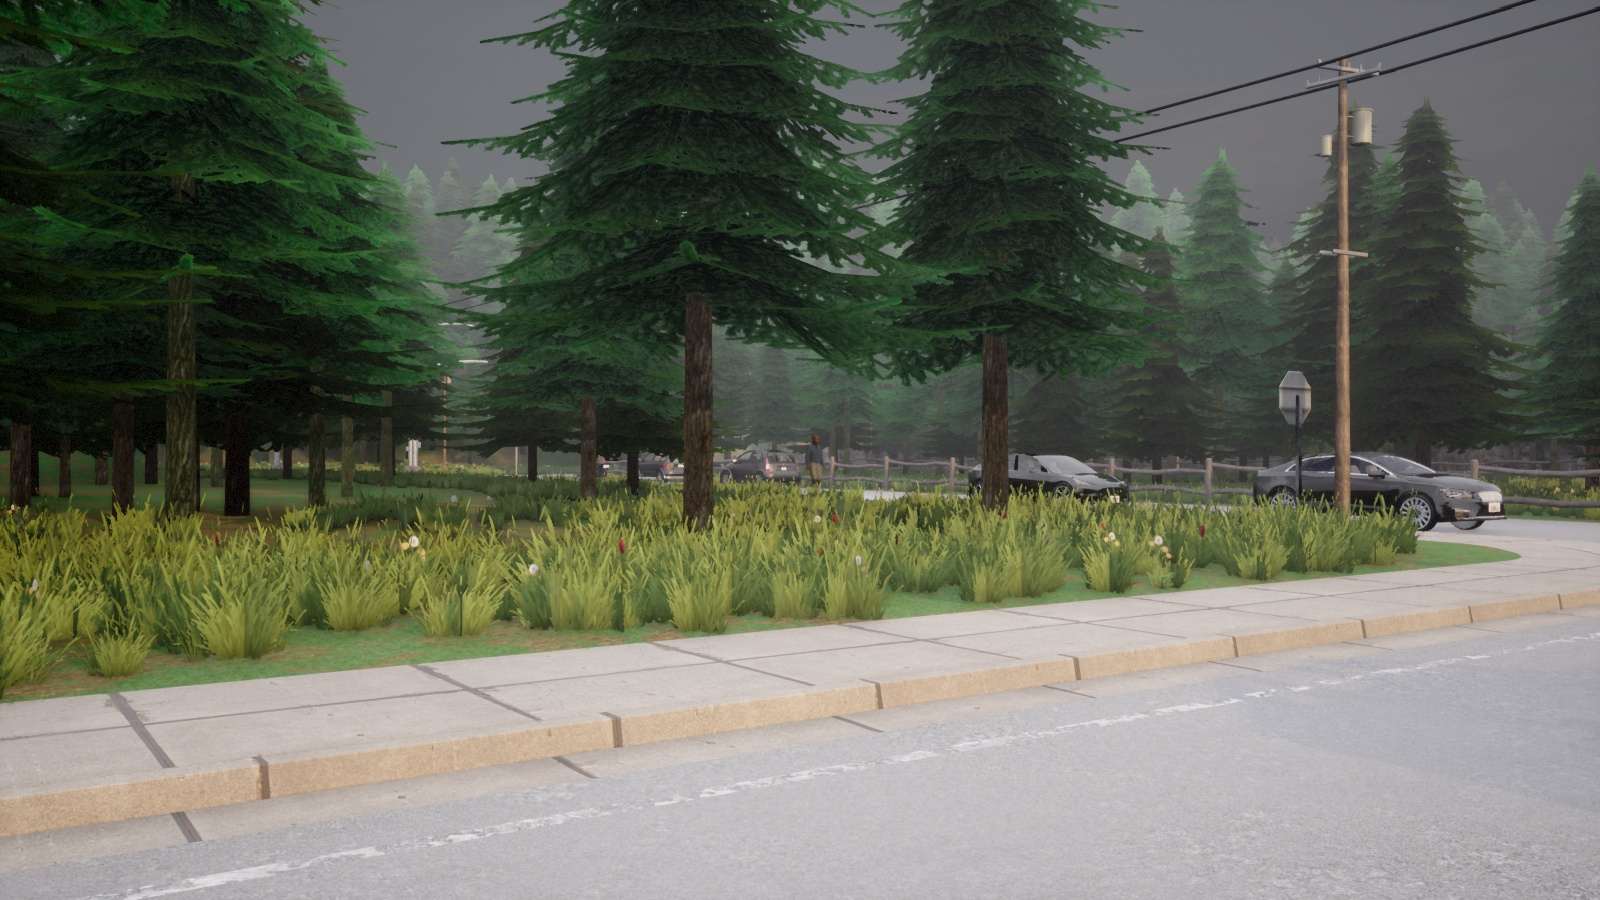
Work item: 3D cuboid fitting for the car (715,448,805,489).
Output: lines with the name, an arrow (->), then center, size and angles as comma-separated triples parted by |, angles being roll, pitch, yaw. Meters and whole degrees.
car -> -1.681, 0.746, 51.447 | 1.851, 1.617, 3.988 | 0, 0, -34

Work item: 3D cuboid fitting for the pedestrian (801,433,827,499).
pedestrian -> 0.400, 0.455, 35.393 | 0.370, 1.835, 0.726 | 0, 0, -36

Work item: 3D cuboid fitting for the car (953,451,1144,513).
car -> 6.418, 0.777, 32.963 | 2.163, 1.488, 4.792 | 0, 0, -33

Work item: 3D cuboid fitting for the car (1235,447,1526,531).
car -> 11.409, 0.703, 25.054 | 2.128, 1.511, 4.902 | 0, 0, -32

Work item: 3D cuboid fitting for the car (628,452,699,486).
car -> -6.387, 0.853, 58.522 | 1.789, 1.549, 3.705 | 0, 0, -34
